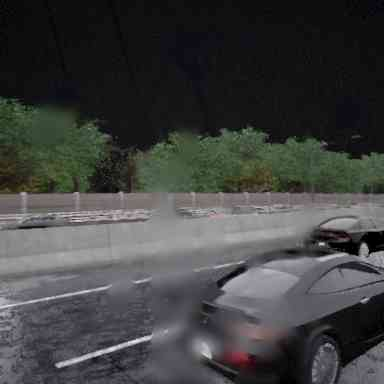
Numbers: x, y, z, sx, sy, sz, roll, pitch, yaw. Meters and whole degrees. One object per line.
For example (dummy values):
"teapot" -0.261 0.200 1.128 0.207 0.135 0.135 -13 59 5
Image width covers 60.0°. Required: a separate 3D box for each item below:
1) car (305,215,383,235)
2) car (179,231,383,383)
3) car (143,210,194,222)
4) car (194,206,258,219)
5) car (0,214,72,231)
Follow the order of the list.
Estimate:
"car" 6.469 1.648 13.025 5.008 1.535 1.882 0 -2 -37
"car" 1.962 1.613 5.207 4.674 1.442 1.812 0 -2 -37
"car" -1.365 2.120 24.895 4.892 1.490 1.837 0 -2 -37
"car" 2.745 1.850 23.628 4.553 1.767 2.097 0 -2 -37
"car" -10.604 2.246 22.276 4.902 1.511 2.128 0 -2 -37
